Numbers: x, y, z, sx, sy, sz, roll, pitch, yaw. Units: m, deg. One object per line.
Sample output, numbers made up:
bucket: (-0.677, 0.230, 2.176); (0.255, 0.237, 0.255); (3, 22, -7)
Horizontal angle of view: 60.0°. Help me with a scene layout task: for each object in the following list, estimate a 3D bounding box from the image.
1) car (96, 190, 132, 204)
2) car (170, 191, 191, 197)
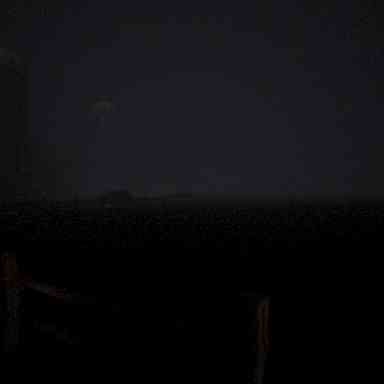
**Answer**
car: (-11.267, 0.716, 48.323); (2.150, 2.045, 5.566); (1, 2, 35)
car: (-2.034, 0.476, 61.321); (1.882, 1.535, 5.008); (1, 1, 35)
